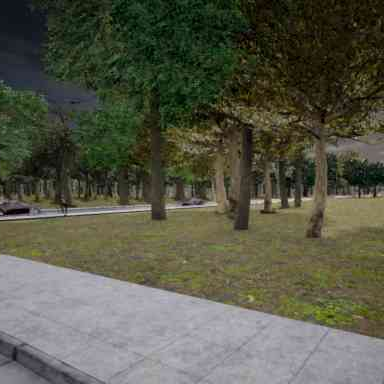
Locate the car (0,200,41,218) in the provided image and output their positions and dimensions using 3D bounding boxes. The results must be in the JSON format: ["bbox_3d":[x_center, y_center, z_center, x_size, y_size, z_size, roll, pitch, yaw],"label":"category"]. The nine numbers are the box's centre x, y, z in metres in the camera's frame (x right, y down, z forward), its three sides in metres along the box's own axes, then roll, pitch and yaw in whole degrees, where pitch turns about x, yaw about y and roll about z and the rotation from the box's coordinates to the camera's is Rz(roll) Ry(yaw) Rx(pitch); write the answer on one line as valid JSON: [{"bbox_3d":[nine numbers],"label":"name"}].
[{"bbox_3d":[-16.014,1.485,29.582,2.128,1.511,4.902,0,0,36],"label":"car"}]

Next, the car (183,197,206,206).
[{"bbox_3d":[0.410,1.535,52.525,1.994,1.385,4.181,0,0,36],"label":"car"}]

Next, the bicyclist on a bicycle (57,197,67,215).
[{"bbox_3d":[-11.864,1.292,30.360,1.656,1.620,0.582,0,0,36],"label":"bicyclist on a bicycle"}]
